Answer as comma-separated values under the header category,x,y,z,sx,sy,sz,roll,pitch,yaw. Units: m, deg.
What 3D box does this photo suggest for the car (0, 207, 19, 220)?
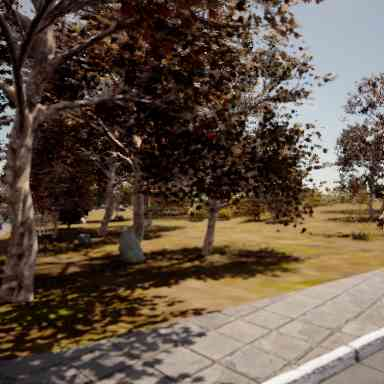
category,x,y,z,sx,sy,sz,roll,pitch,yaw
car,-27.744,3.058,47.747,4.553,1.767,2.185,5,-4,-40

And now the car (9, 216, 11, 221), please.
category,x,y,z,sx,sy,sz,roll,pitch,yaw
car,-24.646,2.914,39.487,4.892,1.521,2.231,5,-4,-40

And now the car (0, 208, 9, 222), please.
category,x,y,z,sx,sy,sz,roll,pitch,yaw
car,-23.748,2.810,36.611,5.366,1.575,1.946,5,-4,-40

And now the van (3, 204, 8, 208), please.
category,x,y,z,sx,sy,sz,roll,pitch,yaw
van,-25.575,2.787,42.337,4.442,1.987,1.878,5,-4,-40

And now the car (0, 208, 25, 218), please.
category,x,y,z,sx,sy,sz,roll,pitch,yaw
car,-29.769,3.401,53.293,4.792,1.488,2.163,5,-4,-40

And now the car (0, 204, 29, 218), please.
category,x,y,z,sx,sy,sz,roll,pitch,yaw
car,-30.825,3.209,56.021,5.566,2.045,2.435,5,-4,-40
